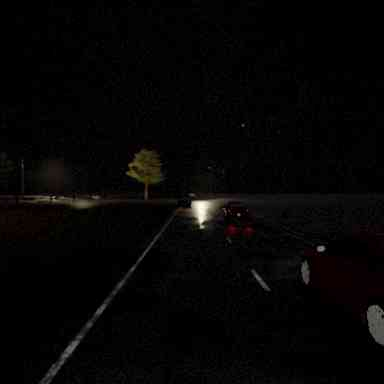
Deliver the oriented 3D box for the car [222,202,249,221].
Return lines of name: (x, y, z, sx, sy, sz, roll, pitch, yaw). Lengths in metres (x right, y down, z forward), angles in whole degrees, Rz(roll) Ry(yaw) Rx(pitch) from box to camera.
car: (3.616, 1.551, 27.834, 1.812, 1.442, 4.674, 0, 0, 0)

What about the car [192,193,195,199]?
car: (-1.047, 1.248, 54.711, 2.097, 1.767, 4.553, 0, 0, 0)

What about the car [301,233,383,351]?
car: (3.602, 1.493, 6.210, 1.882, 1.535, 5.008, 0, 0, 0)

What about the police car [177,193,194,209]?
police car: (-1.047, 1.381, 44.852, 1.930, 1.638, 5.238, 0, 0, 0)

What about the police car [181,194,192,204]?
police car: (-1.046, 1.286, 60.851, 1.930, 1.638, 5.238, 0, 0, 0)
